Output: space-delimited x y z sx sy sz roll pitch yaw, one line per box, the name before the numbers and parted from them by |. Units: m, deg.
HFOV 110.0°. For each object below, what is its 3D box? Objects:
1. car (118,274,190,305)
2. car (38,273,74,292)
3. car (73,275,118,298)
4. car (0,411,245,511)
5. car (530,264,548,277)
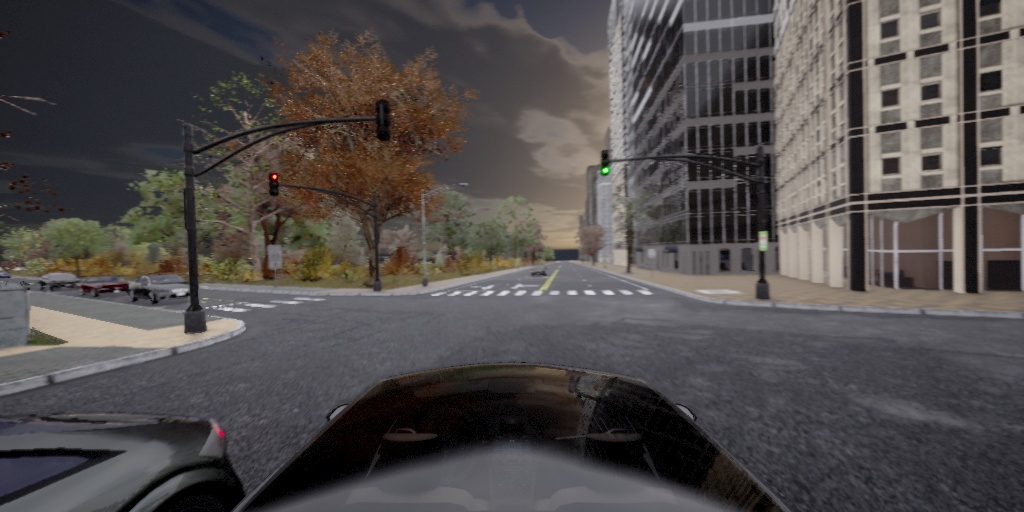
car | -19.742 1.804 20.259 4.902 1.511 2.128 -1 1 29
car | -39.098 2.200 31.049 5.008 1.535 1.882 -1 1 29
car | -28.380 2.096 25.070 4.718 1.301 1.895 -1 1 29
car | -3.010 1.372 0.740 1.994 1.385 4.181 -1 -1 8
car | 3.328 1.797 43.684 1.837 1.490 4.892 -1 0 8
